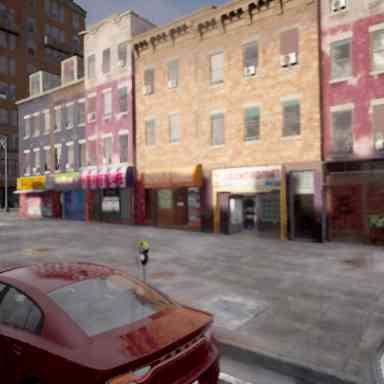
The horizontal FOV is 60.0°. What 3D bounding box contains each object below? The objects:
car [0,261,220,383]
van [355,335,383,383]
[{"bbox_3d":[-1.821,1.557,4.131,4.507,1.381,1.887,0,-1,36],"label":"car"},{"bbox_3d":[2.604,1.337,0.972,3.998,1.788,1.690,0,-1,36],"label":"van"}]
